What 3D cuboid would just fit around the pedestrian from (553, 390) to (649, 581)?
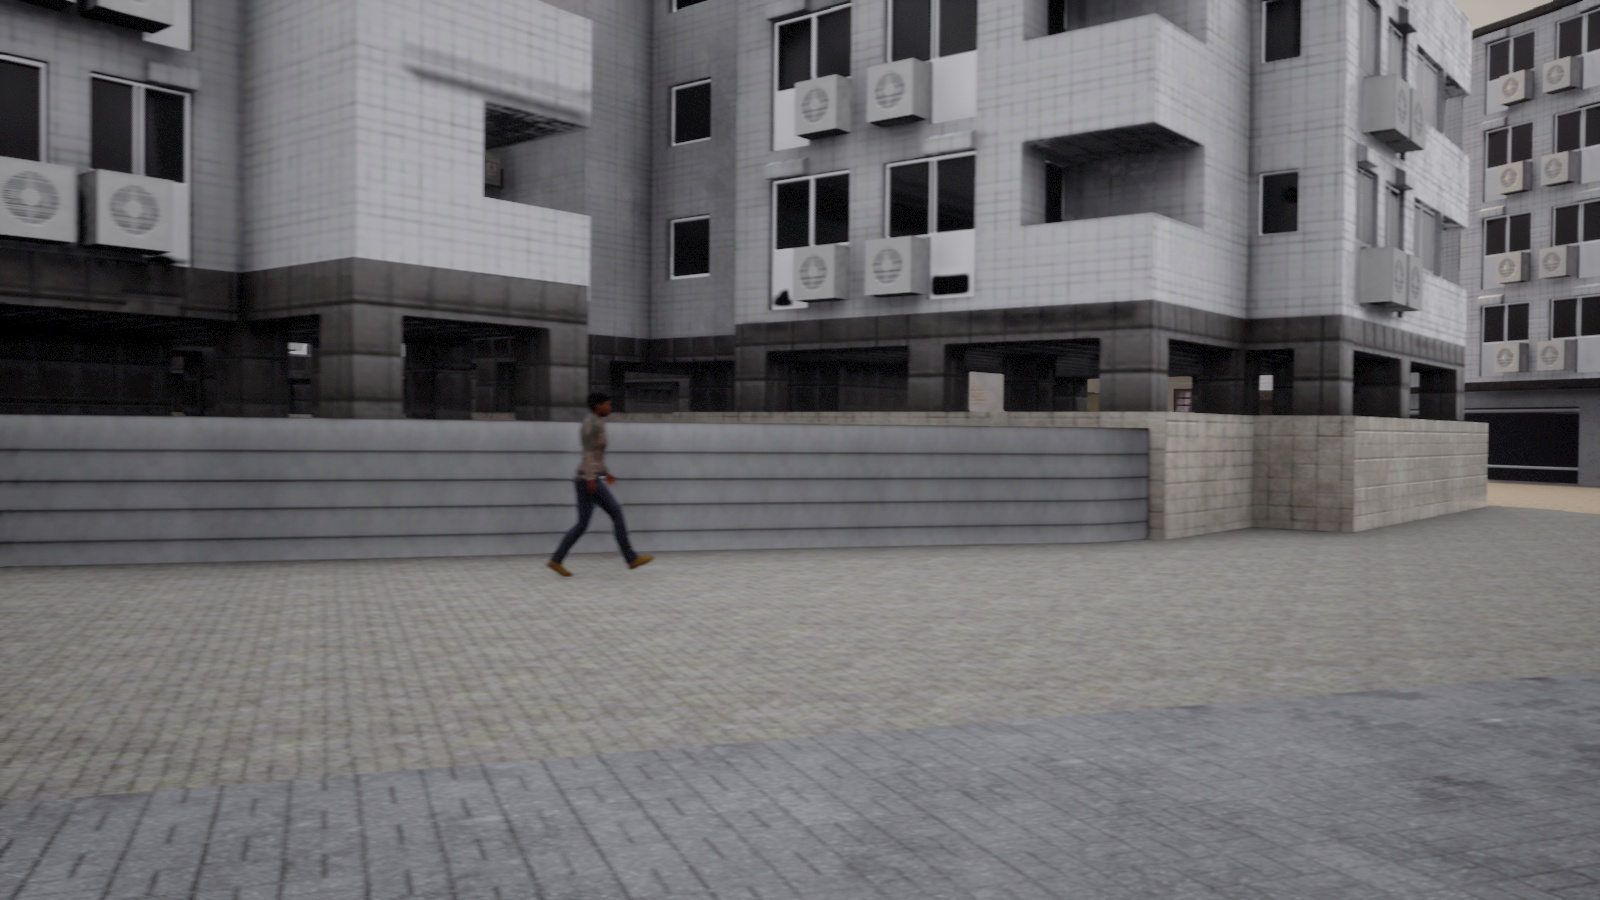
[{"bbox_3d":[-1.926,0.331,12.133,0.869,1.805,0.328,-1,1,-12],"label":"pedestrian"}]
